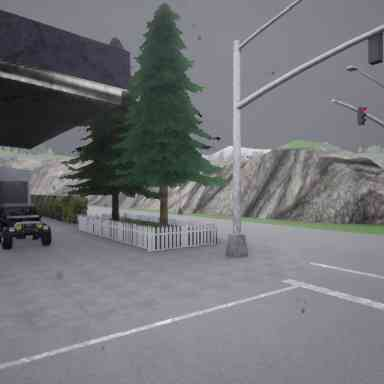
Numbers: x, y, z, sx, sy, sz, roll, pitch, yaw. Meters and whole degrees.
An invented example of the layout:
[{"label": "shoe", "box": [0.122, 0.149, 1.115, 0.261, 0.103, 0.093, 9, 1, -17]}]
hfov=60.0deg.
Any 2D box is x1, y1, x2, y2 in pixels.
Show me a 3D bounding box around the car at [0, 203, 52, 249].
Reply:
[{"label": "car", "box": [-8.074, 1.505, 15.784, 1.905, 1.878, 3.866, 0, 0, -37]}]
